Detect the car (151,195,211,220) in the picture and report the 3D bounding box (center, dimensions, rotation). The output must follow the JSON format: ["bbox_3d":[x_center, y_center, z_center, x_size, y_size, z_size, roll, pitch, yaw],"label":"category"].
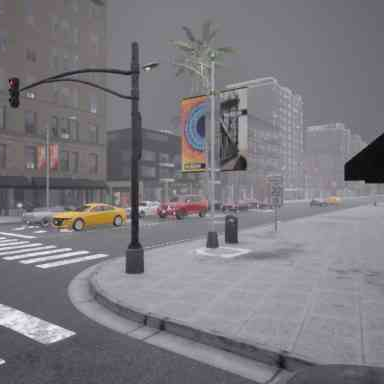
[{"bbox_3d":[-0.707,1.257,29.431,2.150,2.045,5.566,0,0,35],"label":"car"}]

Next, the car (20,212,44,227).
[{"bbox_3d":[-9.200,1.615,23.045,1.895,1.301,4.718,0,0,35],"label":"car"}]

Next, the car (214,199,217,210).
[{"bbox_3d":[1.816,1.527,38.630,1.882,1.535,5.008,0,0,35],"label":"car"}]

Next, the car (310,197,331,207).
[{"bbox_3d":[20.214,1.640,53.067,1.812,1.442,4.674,0,0,36],"label":"car"}]

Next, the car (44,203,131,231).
[{"bbox_3d":[-6.438,1.496,21.303,1.882,1.535,5.008,0,0,35],"label":"car"}]

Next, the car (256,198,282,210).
[{"bbox_3d":[10.915,1.584,45.800,1.837,1.490,4.892,0,0,36],"label":"car"}]

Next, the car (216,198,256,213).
[{"bbox_3d":[5.065,1.656,37.593,1.895,1.301,4.718,0,0,35],"label":"car"}]

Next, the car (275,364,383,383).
[{"bbox_3d":[2.244,1.551,1.246,4.403,1.369,2.008,0,0,36],"label":"car"}]

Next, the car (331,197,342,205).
[{"bbox_3d":[26.460,1.623,61.914,1.882,1.535,5.008,0,0,35],"label":"car"}]

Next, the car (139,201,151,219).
[{"bbox_3d":[-4.099,1.555,30.255,1.812,1.442,4.674,0,0,35],"label":"car"}]
